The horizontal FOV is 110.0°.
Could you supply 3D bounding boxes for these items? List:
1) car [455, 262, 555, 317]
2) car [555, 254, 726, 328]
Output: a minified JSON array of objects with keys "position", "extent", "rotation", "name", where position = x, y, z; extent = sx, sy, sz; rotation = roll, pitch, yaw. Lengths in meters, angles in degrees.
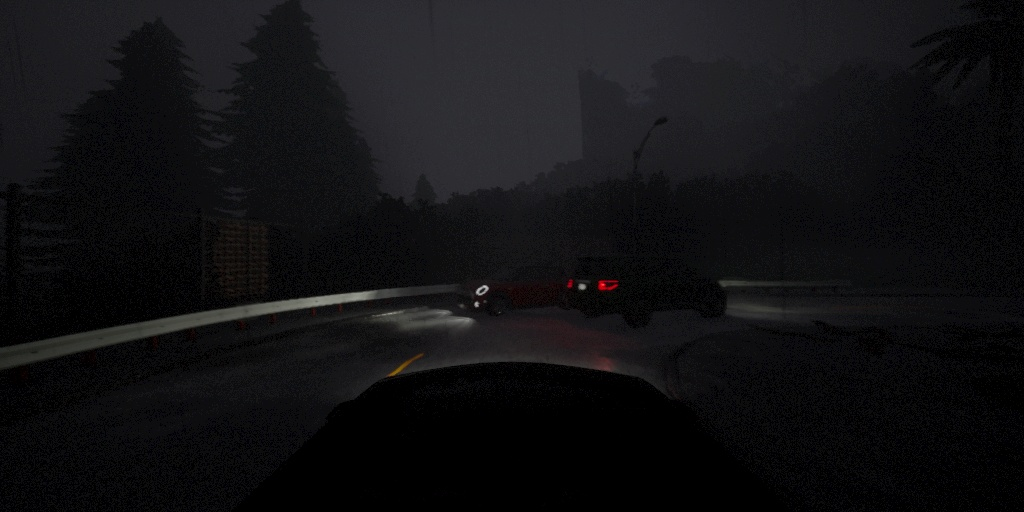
[{"position":[0.192,1.117,13.361],"extent":[4.553,1.767,2.097],"rotation":[0,0,-32],"name":"car"},{"position":[4.400,0.983,11.566],"extent":[5.566,2.045,2.150],"rotation":[0,-2,-28],"name":"car"}]
